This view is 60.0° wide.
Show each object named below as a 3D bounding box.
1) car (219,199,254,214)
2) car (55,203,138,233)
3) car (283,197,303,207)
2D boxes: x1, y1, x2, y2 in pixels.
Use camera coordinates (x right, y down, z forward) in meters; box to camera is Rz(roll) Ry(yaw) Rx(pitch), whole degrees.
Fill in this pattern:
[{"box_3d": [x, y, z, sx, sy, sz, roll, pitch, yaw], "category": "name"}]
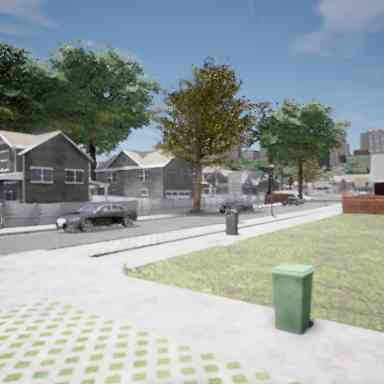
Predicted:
[{"box_3d": [4.319, 1.387, 32.164, 1.994, 1.385, 4.181, -1, 0, 35], "category": "car"}, {"box_3d": [-5.251, 1.379, 18.848, 2.128, 1.511, 4.902, -1, -1, 36], "category": "car"}, {"box_3d": [14.174, 1.334, 46.591, 1.994, 1.385, 4.181, -1, 0, 32], "category": "car"}]
